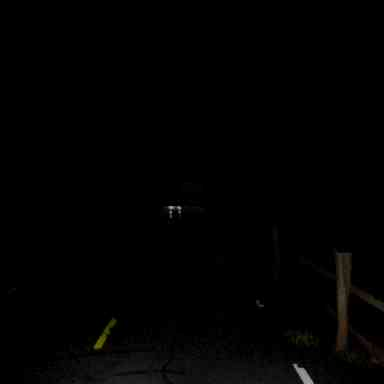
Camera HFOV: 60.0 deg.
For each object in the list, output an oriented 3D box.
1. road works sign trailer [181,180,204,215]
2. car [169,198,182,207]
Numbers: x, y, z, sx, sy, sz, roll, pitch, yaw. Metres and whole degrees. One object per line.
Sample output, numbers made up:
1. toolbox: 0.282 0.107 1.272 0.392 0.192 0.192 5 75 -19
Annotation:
1. road works sign trailer: 0.009 0.567 34.611 2.380 3.560 2.880 0 0 0
2. car: -2.796 1.714 57.058 1.812 1.442 4.674 0 0 0
